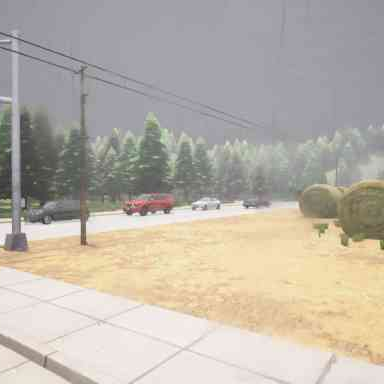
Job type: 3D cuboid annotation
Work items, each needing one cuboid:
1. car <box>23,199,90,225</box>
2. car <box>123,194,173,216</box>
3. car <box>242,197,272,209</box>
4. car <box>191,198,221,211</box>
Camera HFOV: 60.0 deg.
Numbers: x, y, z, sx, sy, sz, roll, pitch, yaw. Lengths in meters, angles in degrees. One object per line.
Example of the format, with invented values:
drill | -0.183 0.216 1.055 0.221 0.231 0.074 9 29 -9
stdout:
car | -9.918 1.362 24.592 2.097 1.767 4.553 0 0 37
car | -4.135 1.180 32.369 2.150 2.045 5.566 0 0 37
car | 8.466 1.411 43.123 2.033 1.411 5.357 0 0 37
car | 1.778 1.431 40.310 1.812 1.442 4.674 0 0 37
